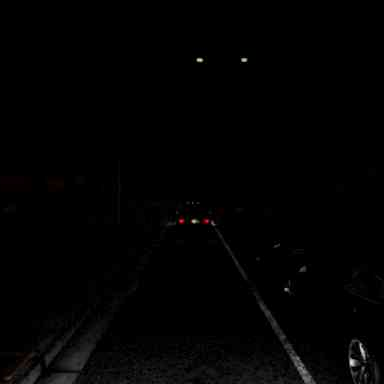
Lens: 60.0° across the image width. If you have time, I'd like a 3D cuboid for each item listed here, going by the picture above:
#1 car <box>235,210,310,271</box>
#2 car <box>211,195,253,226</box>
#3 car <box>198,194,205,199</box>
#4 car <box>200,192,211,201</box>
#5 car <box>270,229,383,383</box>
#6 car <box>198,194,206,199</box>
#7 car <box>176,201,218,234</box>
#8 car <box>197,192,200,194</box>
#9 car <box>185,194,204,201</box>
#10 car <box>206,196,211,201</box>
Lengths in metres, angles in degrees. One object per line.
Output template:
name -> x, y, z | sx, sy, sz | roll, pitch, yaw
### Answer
car -> 2.665, 1.501, 10.357 | 1.947, 1.339, 4.313 | 2, 0, 0
car -> 2.676, 1.176, 21.462 | 2.192, 1.841, 5.009 | 2, 0, 0
car -> 2.684, 1.184, 92.576 | 1.752, 1.417, 4.829 | 1, 0, 0
car -> 2.679, 1.136, 54.785 | 1.967, 1.590, 4.097 | 2, 0, 0
car -> 2.664, 1.537, 4.800 | 1.947, 1.339, 4.313 | 2, 0, 0
car -> 2.682, 1.216, 86.969 | 1.947, 1.339, 4.313 | 1, 0, 0
car -> 0.105, 1.429, 18.190 | 2.033, 1.411, 5.357 | 0, 0, 0
car -> 2.681, 1.212, 81.532 | 1.947, 1.339, 4.313 | 1, 0, 0
car -> 0.110, 1.302, 40.258 | 2.033, 1.411, 5.357 | 0, 0, 0
car -> 2.670, 1.376, 32.571 | 1.802, 1.307, 4.206 | 2, 0, 0
